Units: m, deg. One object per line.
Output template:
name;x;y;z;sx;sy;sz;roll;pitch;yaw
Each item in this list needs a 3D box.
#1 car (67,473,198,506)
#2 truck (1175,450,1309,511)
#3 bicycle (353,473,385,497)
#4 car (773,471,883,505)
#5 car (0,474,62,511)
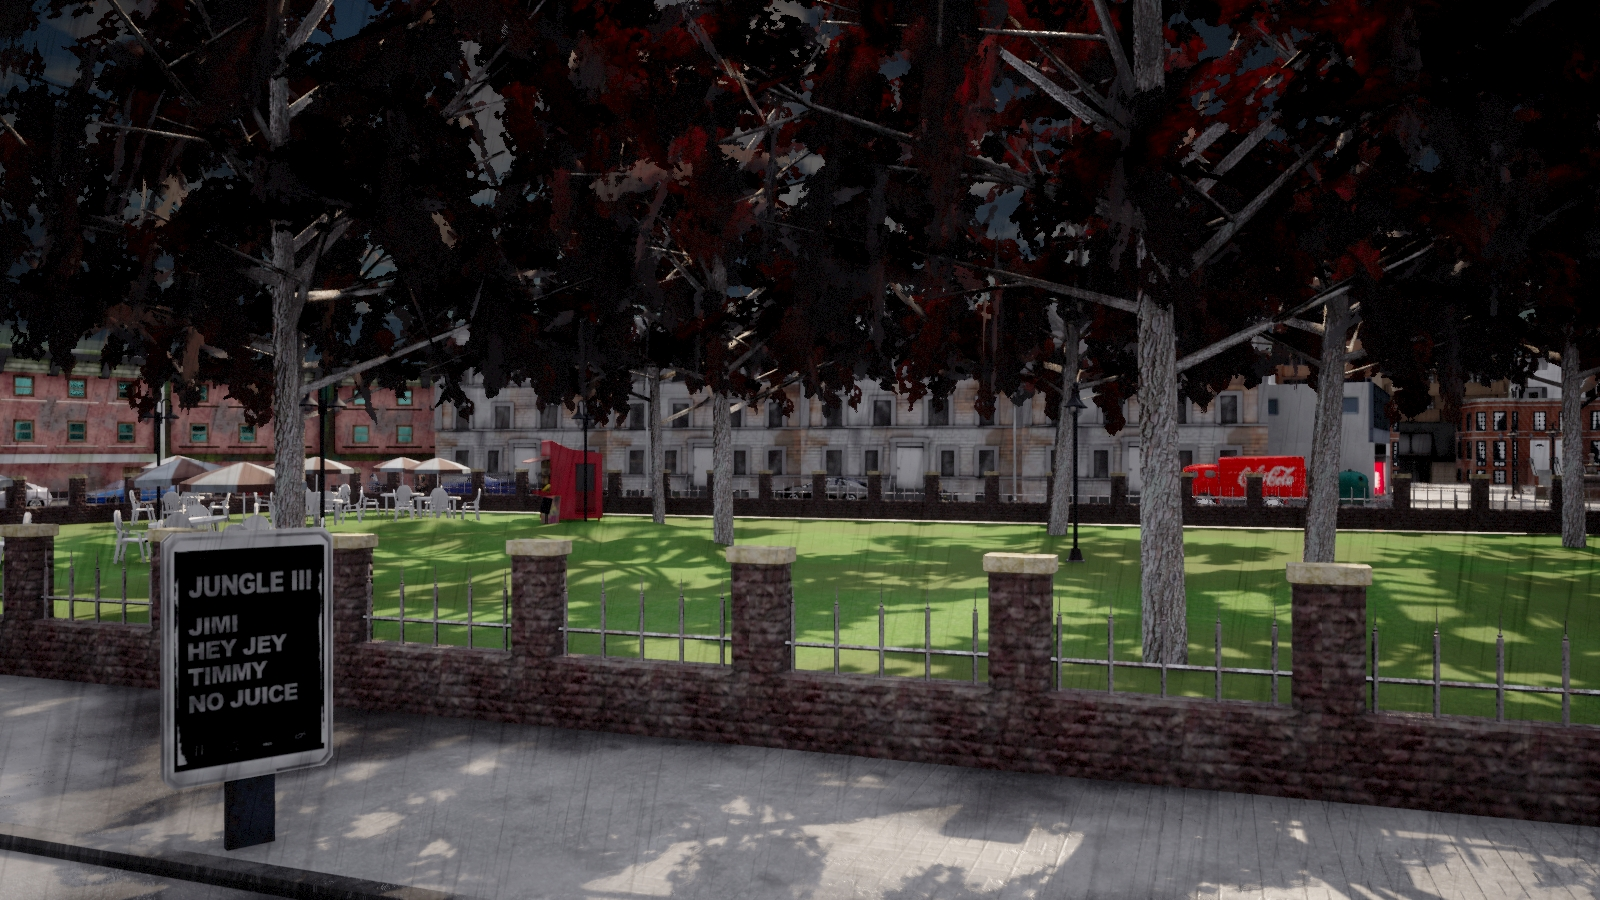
car;-32.737;1.907;56.226;2.033;1.411;5.357;0;0;26
truck;19.018;1.323;49.346;5.204;2.467;2.627;-2;-1;20
bicycle;-23.999;1.956;63.648;1.643;1.296;0.373;0;1;-6
car;1.372;1.835;55.745;4.902;1.511;2.128;0;0;20
car;-35.185;1.861;49.618;2.231;1.480;4.892;0;0;20
